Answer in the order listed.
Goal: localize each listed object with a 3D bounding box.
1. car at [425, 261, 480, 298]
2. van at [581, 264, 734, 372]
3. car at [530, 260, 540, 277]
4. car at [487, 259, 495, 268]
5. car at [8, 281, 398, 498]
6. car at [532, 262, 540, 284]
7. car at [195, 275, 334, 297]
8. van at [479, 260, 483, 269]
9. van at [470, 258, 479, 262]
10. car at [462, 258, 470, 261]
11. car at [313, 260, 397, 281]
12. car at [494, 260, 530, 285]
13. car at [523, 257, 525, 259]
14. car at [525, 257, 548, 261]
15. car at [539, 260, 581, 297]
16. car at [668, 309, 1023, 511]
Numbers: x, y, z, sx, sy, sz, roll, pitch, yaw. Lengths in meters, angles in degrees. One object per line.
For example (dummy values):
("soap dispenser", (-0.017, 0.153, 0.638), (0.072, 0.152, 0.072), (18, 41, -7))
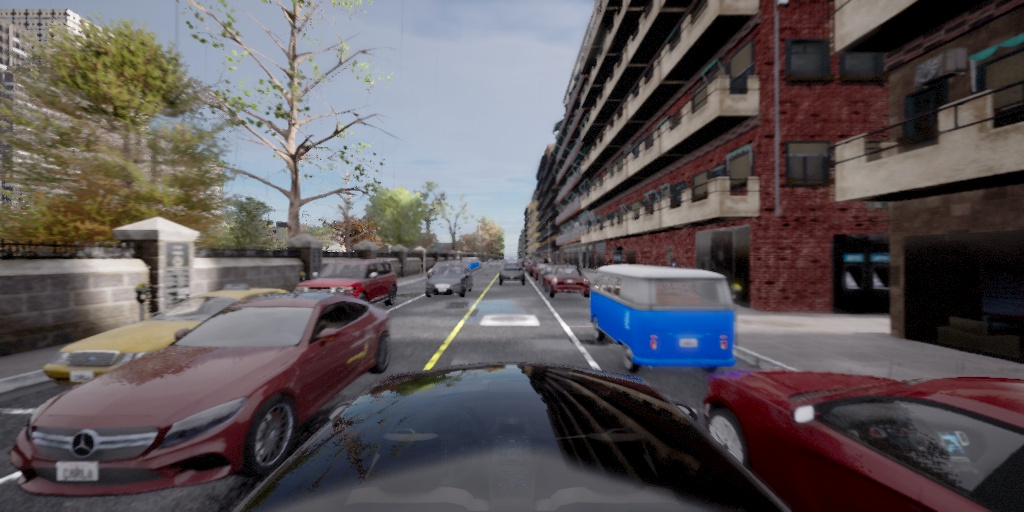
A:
("car", (-3.083, 1.236, 18.395), (2.128, 1.511, 4.902), (0, 0, 0))
("van", (2.692, 1.090, 7.321), (1.690, 1.789, 3.998), (0, 0, 0))
("car", (2.693, 1.297, 29.841), (1.888, 1.381, 4.507), (0, 0, 0))
("car", (-3.031, 1.383, 62.375), (1.895, 1.301, 4.718), (0, 0, 1))
("car", (-3.094, 1.275, 4.887), (1.812, 1.442, 4.674), (0, 0, 0))
("car", (2.692, 1.301, 24.211), (2.007, 1.370, 4.403), (0, 0, 0))
("car", (-5.689, 1.274, 7.152), (1.751, 1.417, 4.829), (0, 0, 0))
("van", (-5.687, 1.109, 52.361), (1.690, 1.789, 3.998), (0, 0, 0))
("van", (-5.687, 1.103, 46.732), (1.690, 1.789, 3.998), (0, 0, 0))
("car", (-5.687, 1.194, 35.471), (1.967, 1.591, 4.097), (0, 0, 0))
("car", (-5.689, 1.063, 12.951), (2.192, 1.841, 5.009), (0, 0, 0))
("car", (0.021, 1.243, 26.457), (2.128, 1.511, 4.902), (0, 0, 0))
("car", (2.694, 1.209, 52.360), (1.967, 1.591, 4.097), (0, 0, 0))
("car", (2.693, 1.070, 35.471), (2.192, 1.841, 5.009), (0, 0, 0))
("car", (2.692, 1.189, 18.581), (1.967, 1.591, 4.097), (0, 0, 0))
("car", (2.691, 1.295, 1.690), (1.888, 1.381, 4.507), (0, 0, 0))
